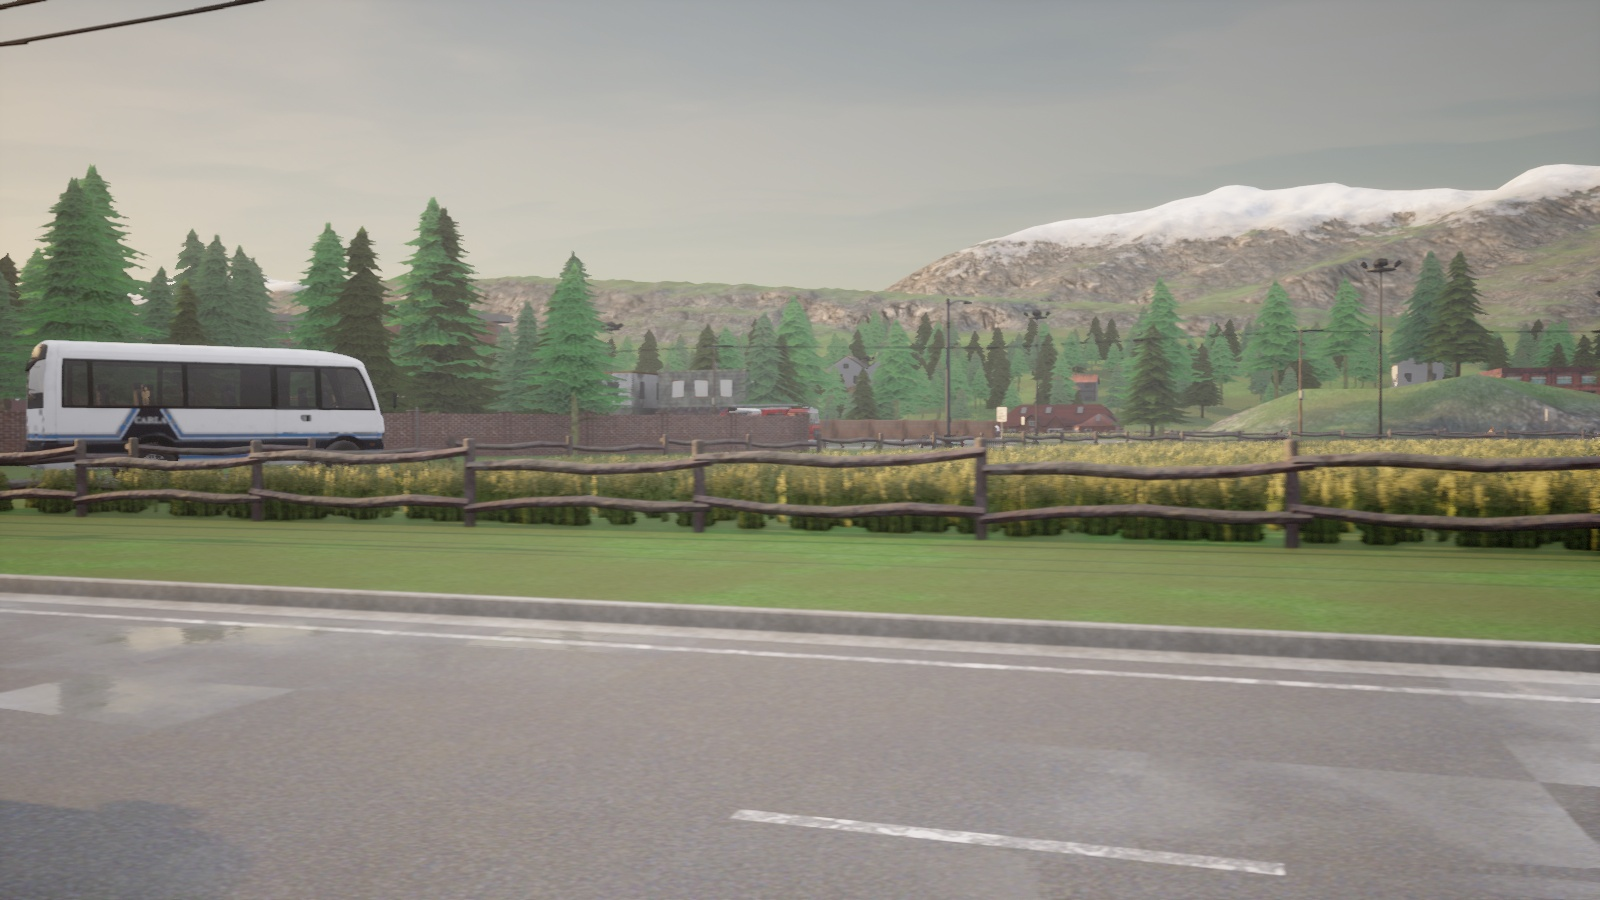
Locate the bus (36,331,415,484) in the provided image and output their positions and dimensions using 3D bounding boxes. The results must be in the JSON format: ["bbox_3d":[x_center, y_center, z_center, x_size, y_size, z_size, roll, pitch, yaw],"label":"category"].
[{"bbox_3d":[-17.991,-1.257,39.908,10.273,4.253,3.944,-1,1,-40],"label":"bus"}]
